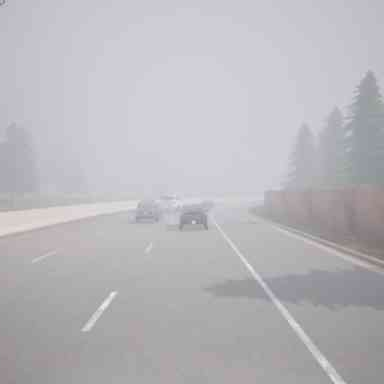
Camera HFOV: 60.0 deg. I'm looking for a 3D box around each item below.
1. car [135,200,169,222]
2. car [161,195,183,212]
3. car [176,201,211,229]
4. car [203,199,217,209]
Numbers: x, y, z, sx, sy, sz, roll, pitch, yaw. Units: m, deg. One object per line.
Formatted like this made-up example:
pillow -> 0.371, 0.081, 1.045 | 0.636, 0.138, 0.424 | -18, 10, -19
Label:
car -> -3.392, 1.653, 27.269 | 2.033, 1.411, 5.357 | 0, 0, 2
car -> -2.485, 1.380, 40.841 | 2.150, 2.045, 5.566 | 0, 0, 8
car -> 0.096, 1.592, 22.633 | 1.837, 1.490, 4.892 | 0, 0, 0
car -> 2.351, 1.704, 47.761 | 1.812, 1.442, 4.674 | 0, 0, 13
